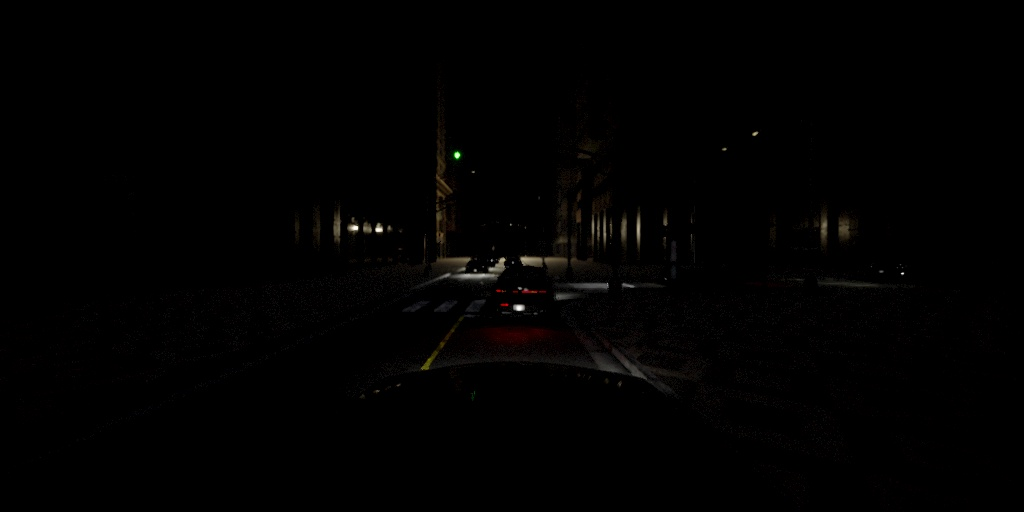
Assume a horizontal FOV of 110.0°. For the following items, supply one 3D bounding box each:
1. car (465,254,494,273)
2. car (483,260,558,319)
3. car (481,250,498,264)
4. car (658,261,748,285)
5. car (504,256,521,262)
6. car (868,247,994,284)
[{"bbox_3d":[-3.097,0.777,32.884,2.033,1.411,5.357,0,1,0],"label":"car"},{"bbox_3d":[0.513,1.074,11.978,1.837,1.490,4.892,0,1,8],"label":"car"},{"bbox_3d":[-3.089,0.418,42.698,2.097,1.767,4.553,0,1,0],"label":"car"},{"bbox_3d":[11.032,0.979,20.641,4.718,1.301,1.895,0,0,0],"label":"car"},{"bbox_3d":[0.099,0.663,40.698,1.994,1.385,4.181,0,1,0],"label":"car"},{"bbox_3d":[24.016,0.519,20.650,5.566,2.045,2.150,0,0,0],"label":"car"}]
